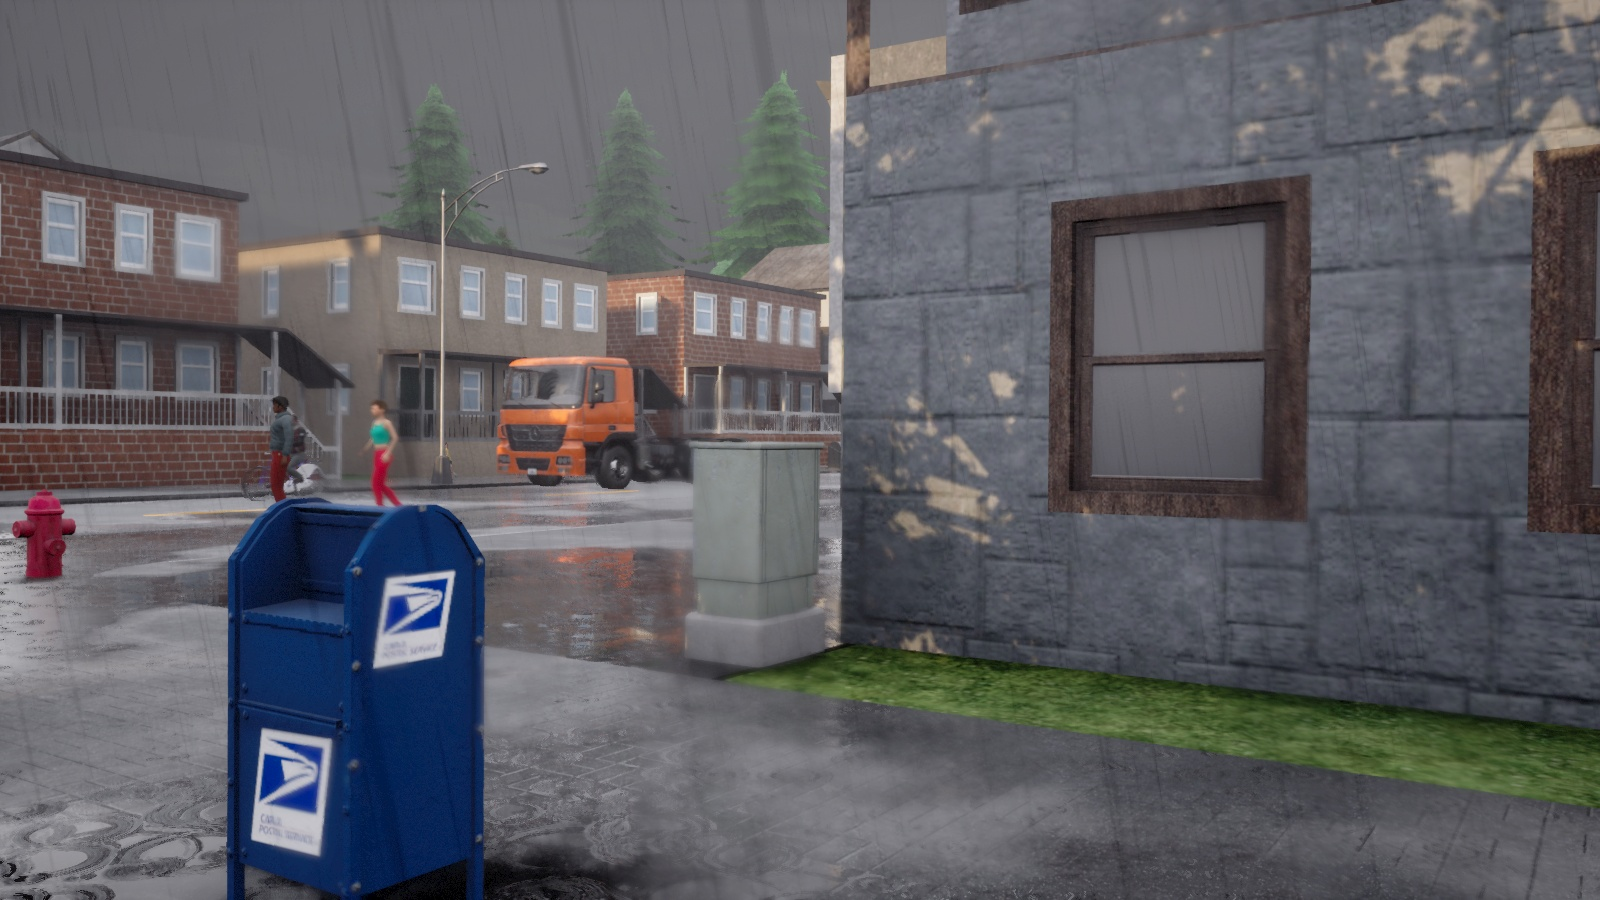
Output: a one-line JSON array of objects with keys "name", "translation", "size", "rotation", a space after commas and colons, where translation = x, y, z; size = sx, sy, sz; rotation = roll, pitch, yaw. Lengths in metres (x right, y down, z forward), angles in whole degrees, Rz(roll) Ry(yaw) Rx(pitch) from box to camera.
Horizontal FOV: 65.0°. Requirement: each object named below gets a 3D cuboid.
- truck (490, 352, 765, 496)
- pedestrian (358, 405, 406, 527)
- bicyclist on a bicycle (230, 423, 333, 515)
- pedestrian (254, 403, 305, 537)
[{"name": "truck", "translation": [-4.432, -0.678, 34.273], "size": [2.891, 3.462, 7.936], "rotation": [0, 1, 34]}, {"name": "pedestrian", "translation": [-6.389, 0.237, 19.189], "size": [0.594, 1.836, 0.345], "rotation": [-1, 1, -40]}, {"name": "bicyclist on a bicycle", "translation": [-10.403, 0.351, 25.247], "size": [0.659, 1.776, 1.843], "rotation": [0, 1, 33]}, {"name": "pedestrian", "translation": [-7.312, 0.267, 17.629], "size": [0.614, 1.847, 0.353], "rotation": [-1, 1, -26]}]
